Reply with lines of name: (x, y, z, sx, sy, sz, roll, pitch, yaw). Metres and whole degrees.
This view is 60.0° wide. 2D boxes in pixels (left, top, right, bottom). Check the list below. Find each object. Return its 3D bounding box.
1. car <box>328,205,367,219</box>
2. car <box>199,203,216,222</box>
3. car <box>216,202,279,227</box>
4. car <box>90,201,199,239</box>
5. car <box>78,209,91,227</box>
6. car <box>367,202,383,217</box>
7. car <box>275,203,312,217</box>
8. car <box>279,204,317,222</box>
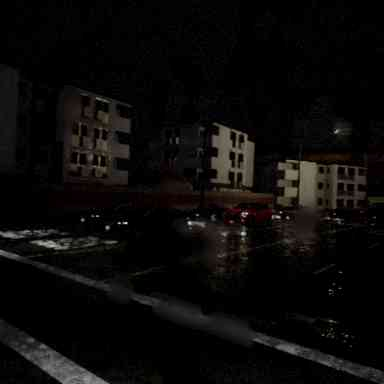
car: (17.487, 2.322, 37.846, 4.181, 1.385, 1.994, 3, 0, -32)
car: (1.708, 1.629, 26.821, 1.994, 1.385, 4.181, 2, 0, 41)
car: (4.146, 1.523, 24.293, 2.097, 1.767, 4.553, 3, 0, 40)
car: (-2.186, 1.385, 16.593, 2.128, 1.511, 4.902, 2, 0, 39)
car: (-4.260, 1.294, 19.582, 2.128, 1.511, 4.902, 2, 0, 39)
car: (25.307, 2.429, 45.419, 5.566, 2.045, 2.150, 3, 0, -16)
car: (11.487, 2.060, 37.586, 4.181, 1.385, 1.994, 3, 0, -41)
car: (10.001, 2.030, 31.217, 1.895, 1.301, 4.718, 2, 0, 42)
